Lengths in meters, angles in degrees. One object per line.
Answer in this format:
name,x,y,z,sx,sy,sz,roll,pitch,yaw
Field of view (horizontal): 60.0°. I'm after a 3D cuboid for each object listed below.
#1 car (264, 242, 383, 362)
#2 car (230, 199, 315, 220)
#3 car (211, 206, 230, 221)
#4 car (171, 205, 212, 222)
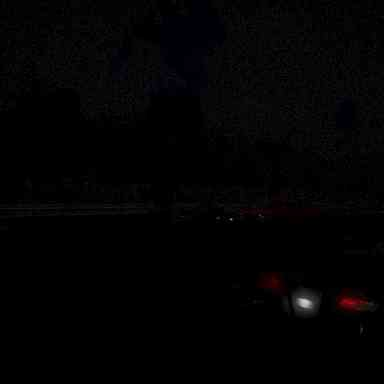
car,3.301,1.648,6.101,4.181,1.385,1.994,1,-1,-36
car,5.359,1.445,20.715,5.566,2.045,2.150,1,-1,-35
car,4.311,1.787,24.266,5.357,1.411,2.033,1,-1,-35
car,0.990,1.765,26.195,5.357,1.411,2.033,1,-1,-36
